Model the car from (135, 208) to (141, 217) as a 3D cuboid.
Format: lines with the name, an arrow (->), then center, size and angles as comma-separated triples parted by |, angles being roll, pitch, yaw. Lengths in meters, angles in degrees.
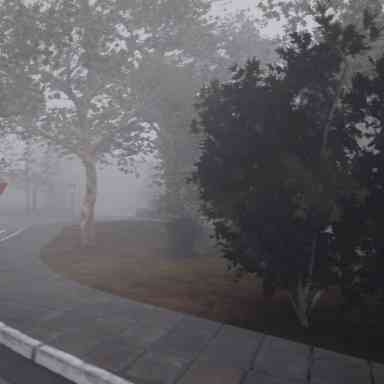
car -> -3.848, 2.185, 36.600 | 5.008, 1.535, 1.882 | 5, -3, -40

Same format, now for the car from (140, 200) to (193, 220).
car -> -2.014, 1.926, 34.178 | 5.566, 2.045, 2.150 | 5, -3, -39
